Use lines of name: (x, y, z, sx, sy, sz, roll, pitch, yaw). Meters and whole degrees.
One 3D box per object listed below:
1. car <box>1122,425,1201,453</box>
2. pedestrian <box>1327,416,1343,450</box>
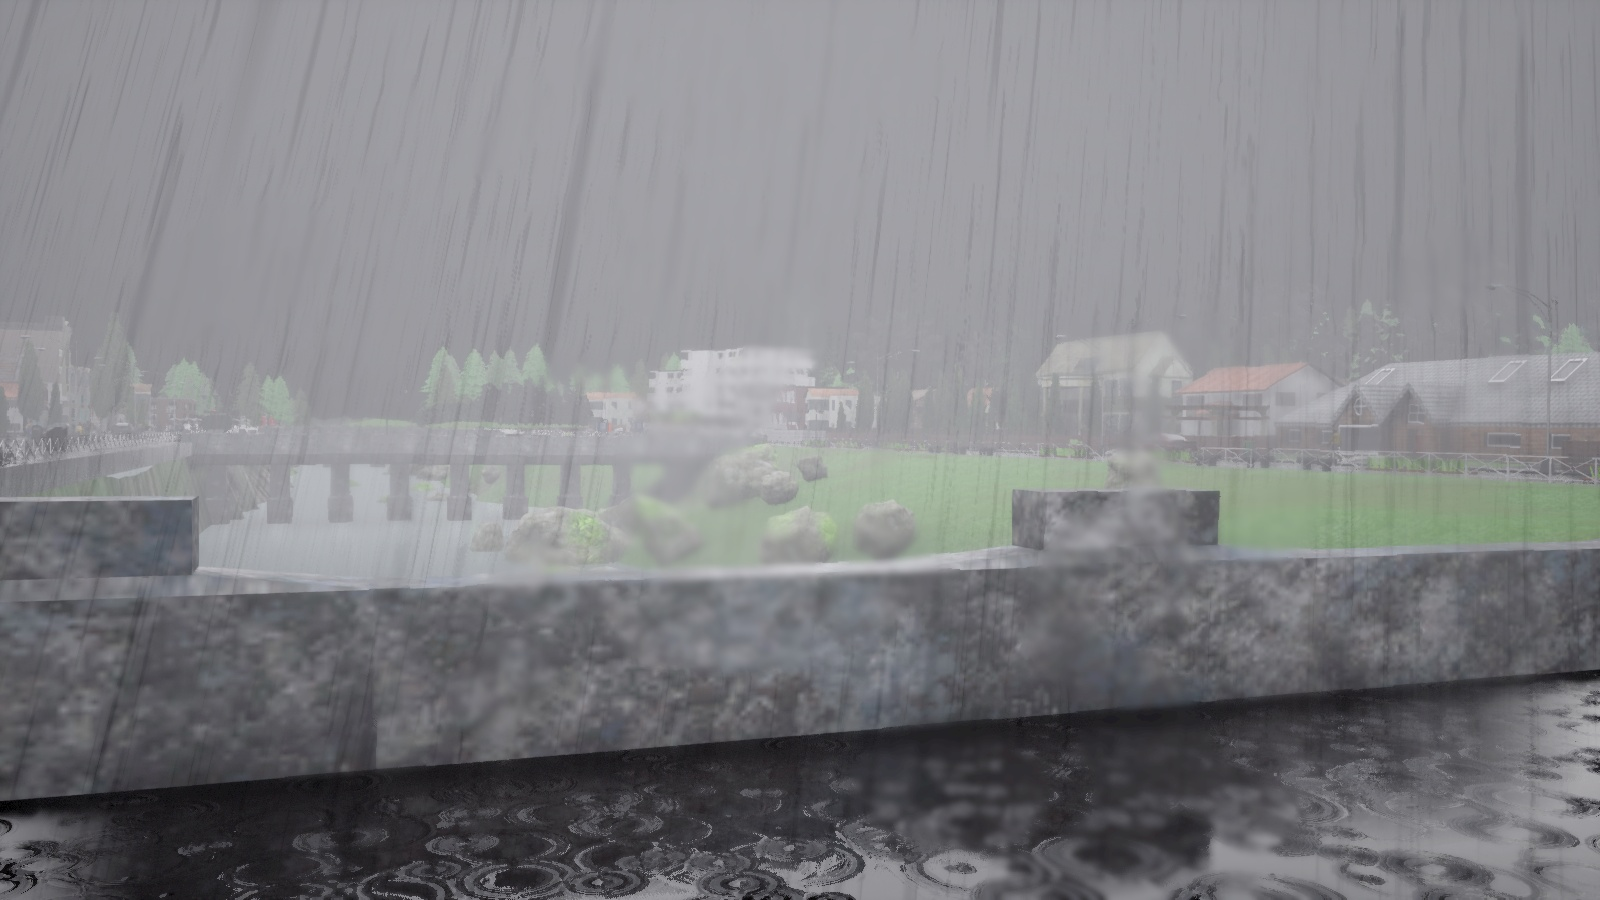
car: (21.279, -0.660, 74.120, 1.882, 1.535, 5.008, -1, 1, -21)
pedestrian: (29.038, -0.914, 68.129, 0.370, 1.835, 0.726, -1, 1, -24)
